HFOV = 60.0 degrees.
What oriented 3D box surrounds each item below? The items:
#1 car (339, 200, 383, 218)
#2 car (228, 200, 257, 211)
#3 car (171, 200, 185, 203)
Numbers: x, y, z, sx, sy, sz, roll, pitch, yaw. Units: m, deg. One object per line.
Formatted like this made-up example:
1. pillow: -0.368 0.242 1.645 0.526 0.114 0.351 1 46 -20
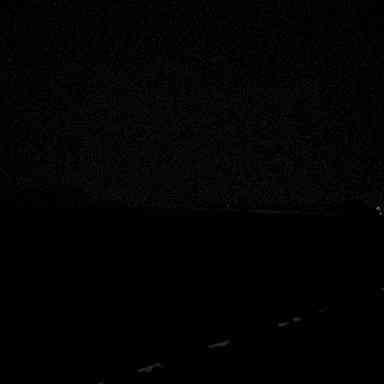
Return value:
1. car: 17.549 1.641 34.014 2.097 1.767 4.553 2 -1 -36
2. car: 7.304 1.928 48.304 2.128 1.511 4.902 2 -1 -36
3. car: -2.144 1.841 61.648 2.128 1.511 4.902 2 -2 -36
